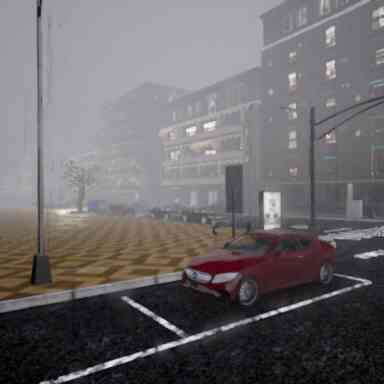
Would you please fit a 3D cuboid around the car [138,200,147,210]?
[{"bbox_3d":[-8.652,2.109,55.207,1.967,1.590,4.097,-2,0,-36],"label":"car"}]

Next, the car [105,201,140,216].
[{"bbox_3d":[-8.554,2.108,40.645,1.887,1.381,4.507,-2,0,-36],"label":"car"}]

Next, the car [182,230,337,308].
[{"bbox_3d":[1.750,1.579,7.818,4.206,1.307,1.802,0,0,-36],"label":"car"}]

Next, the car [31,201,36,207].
[{"bbox_3d":[-38.315,2.855,81.854,1.887,1.381,4.507,-2,0,-36],"label":"car"}]

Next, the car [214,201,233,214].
[{"bbox_3d":[3.209,1.814,39.053,1.967,1.590,4.097,-2,0,-36],"label":"car"}]

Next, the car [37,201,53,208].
[{"bbox_3d":[-31.778,2.697,72.835,2.008,1.369,4.403,-2,0,-36],"label":"car"}]

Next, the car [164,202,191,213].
[{"bbox_3d":[-2.052,2.087,46.233,1.802,1.307,4.206,-2,0,-36],"label":"car"}]

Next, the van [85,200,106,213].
[{"bbox_3d":[-13.478,2.028,47.528,1.690,1.788,3.998,-2,0,-36],"label":"van"}]

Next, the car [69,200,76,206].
[{"bbox_3d":[-28.260,2.726,82.262,1.947,1.339,4.313,-2,0,-36],"label":"car"}]

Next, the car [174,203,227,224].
[{"bbox_3d":[0.798,1.881,27.663,2.008,1.369,4.403,-2,0,-36],"label":"car"}]

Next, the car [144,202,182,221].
[{"bbox_3d":[-2.471,1.962,32.173,2.008,1.369,4.403,-2,0,-36],"label":"car"}]

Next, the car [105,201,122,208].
[{"bbox_3d":[-15.188,2.414,64.224,1.802,1.307,4.206,-2,0,-36],"label":"car"}]

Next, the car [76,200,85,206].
[{"bbox_3d":[-24.996,2.518,77.752,1.967,1.590,4.097,-2,0,-36],"label":"car"}]

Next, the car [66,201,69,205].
[{"bbox_3d":[-31.529,2.788,86.771,1.887,1.381,4.507,-2,0,-36],"label":"car"}]
